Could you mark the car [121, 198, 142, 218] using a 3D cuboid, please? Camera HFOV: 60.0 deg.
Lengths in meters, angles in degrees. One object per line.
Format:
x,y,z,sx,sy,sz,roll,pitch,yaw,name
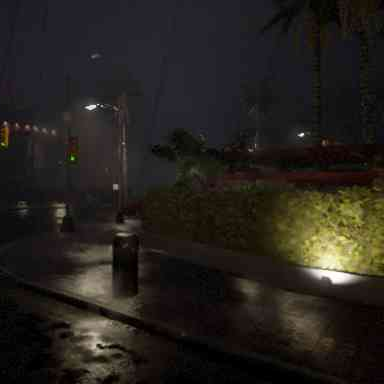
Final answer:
-3.565,1.263,27.599,5.008,1.535,1.882,1,-1,-38,car
